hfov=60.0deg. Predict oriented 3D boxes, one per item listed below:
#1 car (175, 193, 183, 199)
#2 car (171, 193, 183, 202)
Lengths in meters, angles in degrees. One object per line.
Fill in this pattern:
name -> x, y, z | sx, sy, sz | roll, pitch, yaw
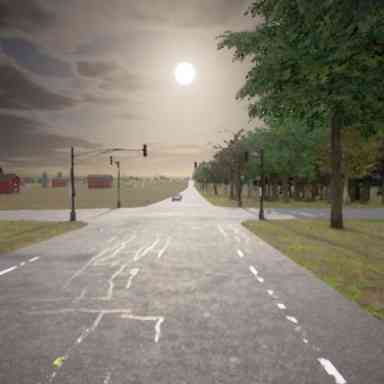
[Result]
car -> -3.356, 1.113, 86.654 | 2.128, 1.511, 4.902 | 0, 1, 0
car -> -3.407, 1.284, 71.069 | 2.033, 1.411, 5.357 | 0, 0, 0
